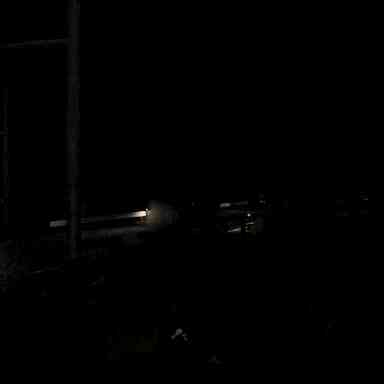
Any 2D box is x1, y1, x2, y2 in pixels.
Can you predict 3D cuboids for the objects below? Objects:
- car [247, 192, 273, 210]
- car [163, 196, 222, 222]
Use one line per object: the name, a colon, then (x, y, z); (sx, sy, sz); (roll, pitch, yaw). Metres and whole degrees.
car: (6.974, 0.779, 30.642); (1.882, 1.535, 5.008); (0, 1, 42)
car: (0.095, 1.091, 22.946); (2.128, 1.511, 4.902); (0, 3, 41)
